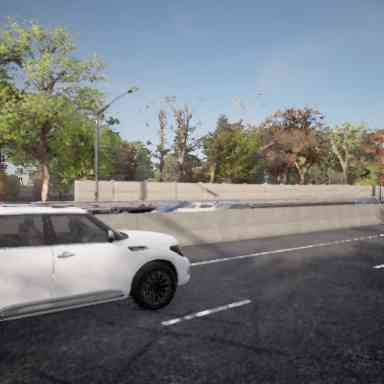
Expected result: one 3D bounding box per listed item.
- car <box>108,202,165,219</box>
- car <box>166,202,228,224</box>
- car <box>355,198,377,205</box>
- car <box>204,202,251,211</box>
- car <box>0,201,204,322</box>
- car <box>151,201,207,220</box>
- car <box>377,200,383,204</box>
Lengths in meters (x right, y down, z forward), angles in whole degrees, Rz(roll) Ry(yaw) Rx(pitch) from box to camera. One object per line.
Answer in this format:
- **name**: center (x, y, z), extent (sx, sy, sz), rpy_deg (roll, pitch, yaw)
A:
- **car**: center (-4.971, 1.612, 29.926), extent (4.718, 1.301, 1.895), rpy_deg (0, 0, -38)
- **car**: center (0.463, 1.540, 25.816), extent (4.674, 1.442, 1.812), rpy_deg (0, 0, -35)
- **car**: center (28.943, 1.635, 54.634), extent (5.357, 1.411, 2.033), rpy_deg (0, 0, -35)
- **car**: center (2.519, 1.540, 22.983), extent (4.674, 1.442, 1.812), rpy_deg (0, 0, -35)
- **car**: center (-2.704, 1.225, 6.123), extent (5.566, 2.045, 2.150), rpy_deg (0, 0, -35)
- **car**: center (-1.106, 1.541, 28.995), extent (4.674, 1.442, 1.812), rpy_deg (0, 0, -35)
- **car**: center (31.799, 1.567, 52.384), extent (5.008, 1.535, 1.882), rpy_deg (0, 0, -35)
